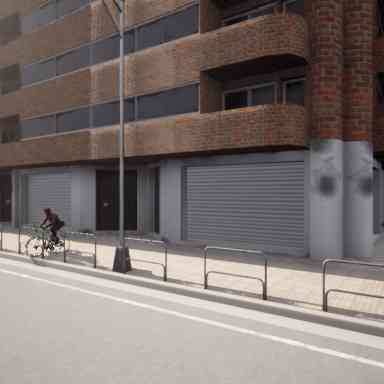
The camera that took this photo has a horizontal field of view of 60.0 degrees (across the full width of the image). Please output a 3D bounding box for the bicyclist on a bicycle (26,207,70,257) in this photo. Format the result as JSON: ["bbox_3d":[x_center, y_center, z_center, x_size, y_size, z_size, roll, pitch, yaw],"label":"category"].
[{"bbox_3d":[-4.748,1.338,11.132,0.582,1.620,1.656,1,-4,33],"label":"bicyclist on a bicycle"}]
